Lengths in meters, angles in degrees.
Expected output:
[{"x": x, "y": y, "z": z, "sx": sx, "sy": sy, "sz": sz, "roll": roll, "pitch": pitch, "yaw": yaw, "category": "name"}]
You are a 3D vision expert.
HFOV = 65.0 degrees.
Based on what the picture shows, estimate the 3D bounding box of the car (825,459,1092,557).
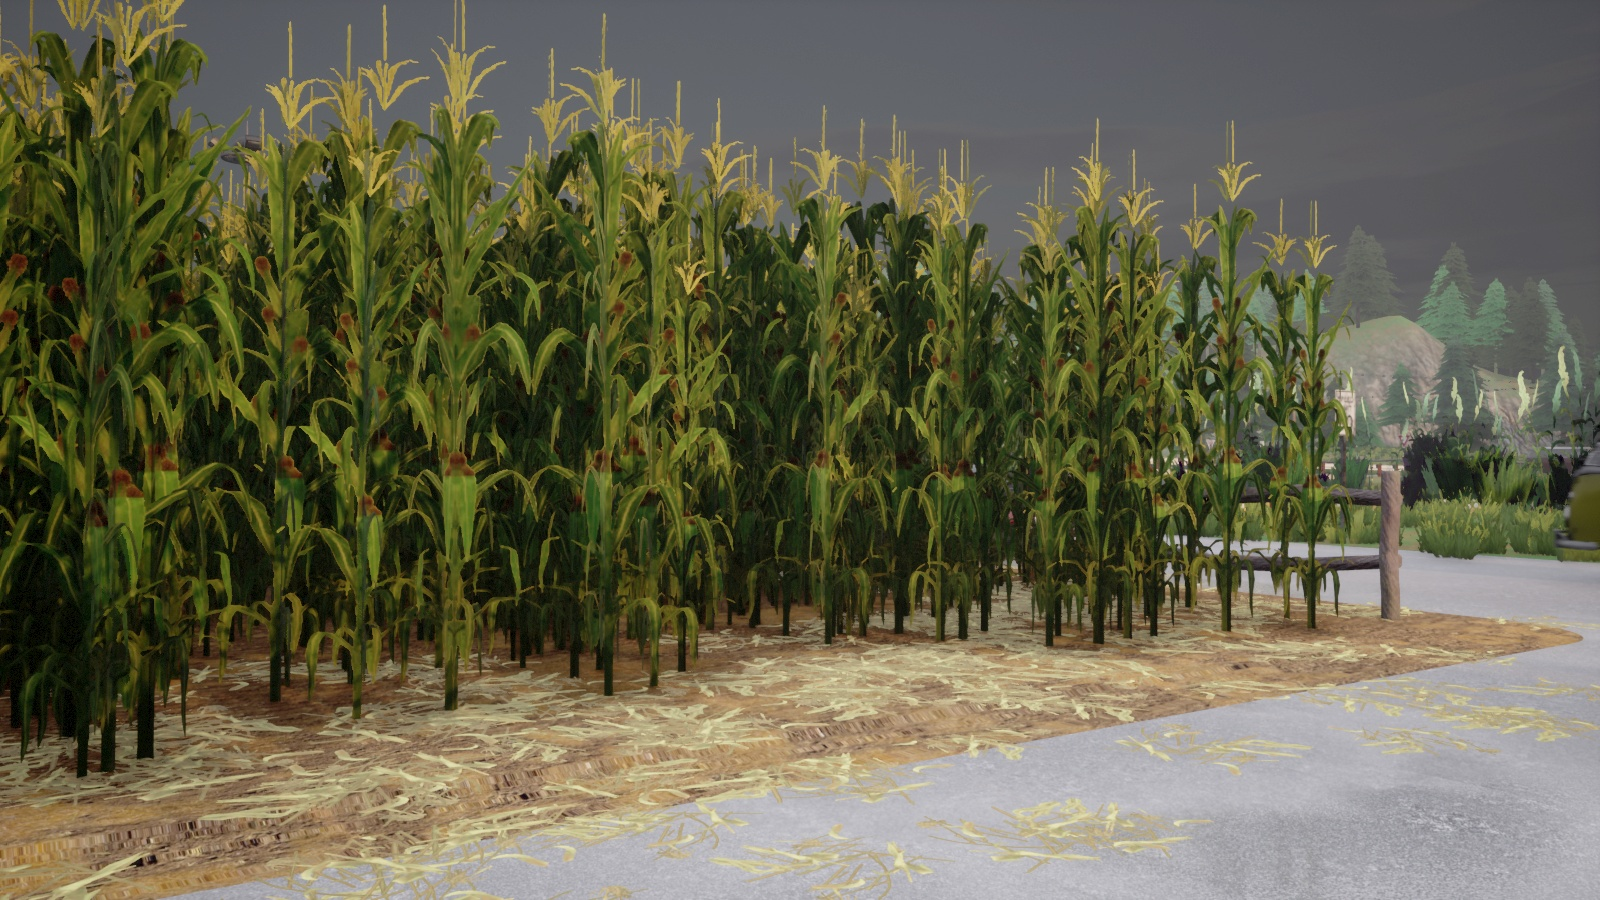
[{"x": 2.462, "y": 0.852, "z": 20.418, "sx": 1.994, "sy": 1.385, "sz": 4.181, "roll": 0, "pitch": 0, "yaw": -36, "category": "car"}]

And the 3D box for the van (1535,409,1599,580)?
[{"x": 10.872, "y": 0.508, "z": 13.832, "sx": 1.775, "sy": 1.987, "sz": 4.442, "roll": 0, "pitch": 0, "yaw": -35, "category": "van"}]

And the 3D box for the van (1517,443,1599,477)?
[{"x": 46.691, "y": 0.588, "z": 77.029, "sx": 1.775, "sy": 1.987, "sz": 4.442, "roll": 0, "pitch": 0, "yaw": -29, "category": "van"}]
